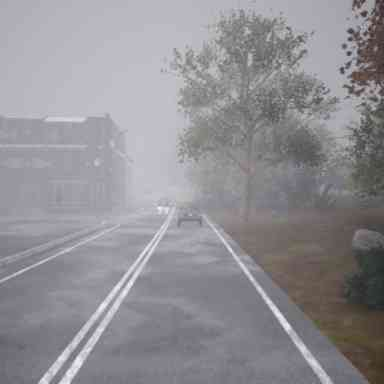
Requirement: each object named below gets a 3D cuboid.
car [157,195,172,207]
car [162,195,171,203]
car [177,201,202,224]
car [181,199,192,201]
[{"bbox_3d":[-4.568,1.624,54.202,2.128,1.511,4.902,0,0,-2],"label":"car"},{"bbox_3d":[-5.269,1.503,69.934,1.837,1.490,4.892,0,1,-3],"label":"car"},{"bbox_3d":[-0.196,1.666,25.613,2.033,1.411,5.357,0,0,-1],"label":"car"},{"bbox_3d":[-0.739,1.640,44.093,1.882,1.535,5.008,0,0,-2],"label":"car"}]
